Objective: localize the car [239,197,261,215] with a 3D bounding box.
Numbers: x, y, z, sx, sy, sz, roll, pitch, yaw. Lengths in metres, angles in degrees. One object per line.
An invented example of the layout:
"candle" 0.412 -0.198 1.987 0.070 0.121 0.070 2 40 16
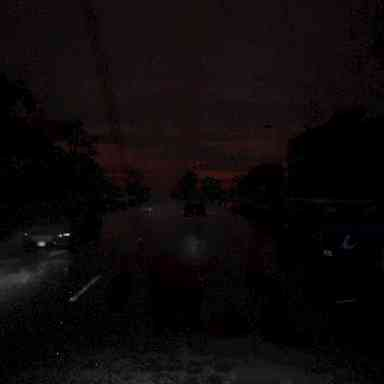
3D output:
"car" 6.146 1.332 24.116 4.553 1.767 2.185 1 0 -20

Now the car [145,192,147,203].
"car" -10.695 1.254 57.983 4.553 1.767 2.185 -1 0 -20

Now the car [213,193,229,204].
"car" 6.251 1.412 50.742 4.892 1.521 2.231 1 0 -20

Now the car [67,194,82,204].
"car" -10.800 1.311 24.753 4.553 1.767 2.185 -1 0 -20

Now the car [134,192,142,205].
"car" -10.685 1.143 48.936 5.566 2.045 2.435 -1 0 -20

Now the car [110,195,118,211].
"car" -10.609 1.416 33.878 5.366 1.575 1.946 -1 0 -20

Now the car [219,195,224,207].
"car" 6.189 1.431 38.897 5.008 1.535 2.097 1 0 -20

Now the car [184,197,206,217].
"car" 0.251 1.429 31.246 1.882 1.535 5.008 0 0 0

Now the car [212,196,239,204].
"car" 6.308 1.430 62.571 4.674 1.452 2.002 1 0 -20

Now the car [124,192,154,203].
"car" -10.642 1.112 67.039 5.566 2.045 2.435 -1 0 -20

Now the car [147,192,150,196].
"car" -10.619 1.247 61.020 4.553 1.767 2.185 -1 0 -20

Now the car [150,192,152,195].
"car" -10.639 1.369 64.035 4.892 1.521 2.231 -1 0 -20

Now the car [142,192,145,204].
"car" -10.704 1.259 54.955 4.553 1.767 2.185 -1 0 -20

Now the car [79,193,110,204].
"car" -10.828 1.176 30.779 5.566 2.045 2.435 -1 0 -20

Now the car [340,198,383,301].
"car" 6.005 1.233 6.338 5.566 2.045 2.435 1 0 -20

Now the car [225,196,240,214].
"car" 6.135 1.471 32.967 4.792 1.488 2.163 1 0 -20

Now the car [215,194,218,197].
"car" 6.258 1.446 47.793 4.792 1.488 2.163 1 0 -20

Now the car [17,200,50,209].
"car" -10.866 1.448 18.704 4.892 1.521 2.231 -1 0 -20

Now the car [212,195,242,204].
"car" 6.299 1.396 59.613 4.892 1.521 2.231 1 0 -20

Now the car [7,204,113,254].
"car" -5.019 1.467 13.555 2.128 1.511 4.902 0 0 0

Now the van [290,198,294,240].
"van" 6.167 1.252 12.314 4.442 1.987 1.878 1 0 -20

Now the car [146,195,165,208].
"car" -4.857 1.519 46.863 1.895 1.301 4.718 0 0 0

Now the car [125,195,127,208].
"car" -10.739 1.412 39.849 4.892 1.521 2.231 -1 0 -20

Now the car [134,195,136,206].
"car" -10.693 1.429 45.913 4.792 1.488 2.163 -1 0 -20

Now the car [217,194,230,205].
"car" 6.375 1.426 41.930 5.366 1.575 1.946 1 0 -20

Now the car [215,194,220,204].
"car" 6.216 1.421 44.827 5.008 1.535 2.097 1 0 -19

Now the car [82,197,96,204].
"car" -10.782 1.461 27.777 4.792 1.488 2.163 -1 0 -20

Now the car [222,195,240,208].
"car" 6.344 1.436 36.013 5.366 1.575 1.946 1 0 -20

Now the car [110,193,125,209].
"car" -10.738 1.164 36.841 5.566 2.045 2.435 -1 0 -20

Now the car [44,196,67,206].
"car" -10.807 1.316 21.724 4.553 1.767 2.185 -1 0 -20

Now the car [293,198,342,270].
"car" 6.021 1.229 9.297 5.566 2.045 2.435 1 0 -20

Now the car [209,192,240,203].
"car" 6.350 1.134 65.546 5.566 2.045 2.435 1 0 -20

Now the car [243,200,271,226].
"car" 6.099 1.463 21.142 4.892 1.521 2.231 1 0 -20

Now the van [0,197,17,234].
"van" -10.985 1.227 15.636 4.442 1.987 1.878 -1 0 -20

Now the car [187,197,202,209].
"car" 0.322 1.432 45.332 1.837 1.490 4.892 0 0 0

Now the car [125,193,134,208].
"car" -10.770 1.154 42.869 5.566 2.045 2.435 -1 0 -20

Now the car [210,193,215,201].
"car" 6.093 1.400 53.626 5.366 1.575 1.946 1 0 -20

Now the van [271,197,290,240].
"van" 6.183 1.247 15.273 4.442 1.987 1.878 1 0 -20
